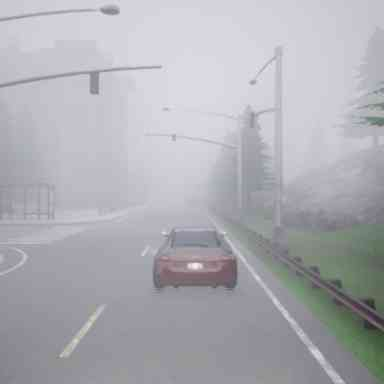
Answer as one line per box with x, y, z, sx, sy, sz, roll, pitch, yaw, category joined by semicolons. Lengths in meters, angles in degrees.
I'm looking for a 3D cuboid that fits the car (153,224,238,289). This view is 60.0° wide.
0.069;1.580;9.203;1.994;1.385;4.181;0;0;0;car

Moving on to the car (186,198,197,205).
-0.069;1.672;59.475;1.994;1.385;4.181;0;0;0;car
